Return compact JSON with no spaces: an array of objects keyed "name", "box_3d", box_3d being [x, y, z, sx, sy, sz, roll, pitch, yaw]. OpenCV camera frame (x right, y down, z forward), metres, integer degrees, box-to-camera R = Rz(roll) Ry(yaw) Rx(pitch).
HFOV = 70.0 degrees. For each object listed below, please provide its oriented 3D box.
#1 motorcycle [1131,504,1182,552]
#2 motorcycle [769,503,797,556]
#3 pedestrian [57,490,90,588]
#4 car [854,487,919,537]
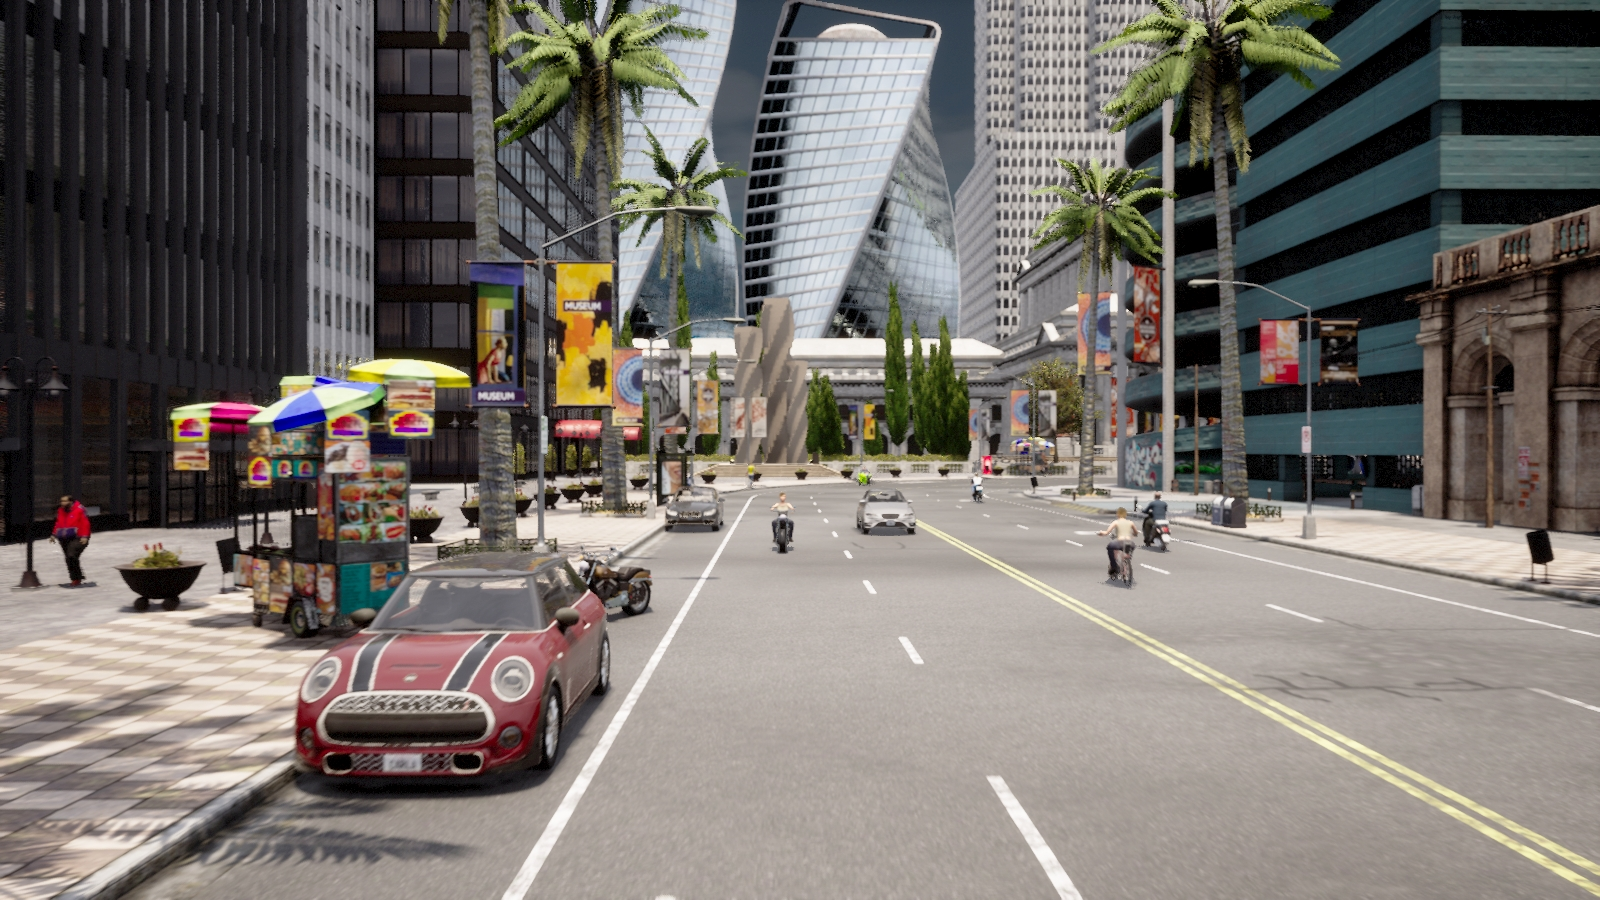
[{"name":"motorcycle","box_3d":[10.016,2.180,32.138,0.856,1.236,1.805,0,0,-1]},{"name":"motorcycle","box_3d":[-0.472,2.168,31.542,0.764,1.277,2.356,0,0,-1]},{"name":"pedestrian","box_3d":[-13.948,1.705,21.946,0.375,1.860,0.375,0,0,7]},{"name":"car","box_3d":[2.895,2.063,39.003,1.816,1.474,4.193,0,0,-1]}]
